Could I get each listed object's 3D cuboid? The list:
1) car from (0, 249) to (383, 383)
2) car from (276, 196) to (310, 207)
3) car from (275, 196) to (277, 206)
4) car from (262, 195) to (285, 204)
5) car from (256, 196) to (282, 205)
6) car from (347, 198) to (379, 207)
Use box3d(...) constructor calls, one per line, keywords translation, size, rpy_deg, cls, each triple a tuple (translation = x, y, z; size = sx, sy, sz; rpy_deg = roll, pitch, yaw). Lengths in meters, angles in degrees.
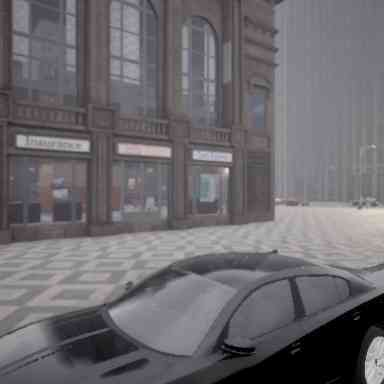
box3d(translation=(0.352, 1.472, 3.629), size=(5.008, 1.535, 1.882), rpy_deg=(0, 0, -35), cls="car")
box3d(translation=(15.294, 1.503, 49.203), size=(1.887, 1.381, 4.507), rpy_deg=(0, 0, -36), cls="car")
box3d(translation=(11.951, 1.537, 53.744), size=(1.802, 1.307, 4.206), rpy_deg=(0, 0, -36), cls="car")
box3d(translation=(15.489, 1.384, 63.320), size=(1.967, 1.590, 4.097), rpy_deg=(0, 0, -36), cls="car")
box3d(translation=(13.994, 1.473, 60.553), size=(1.812, 1.442, 4.674), rpy_deg=(0, 0, -36), cls="car")
box3d(translation=(25.518, 1.518, 49.694), size=(1.947, 1.339, 4.313), rpy_deg=(0, 0, -36), cls="car")
